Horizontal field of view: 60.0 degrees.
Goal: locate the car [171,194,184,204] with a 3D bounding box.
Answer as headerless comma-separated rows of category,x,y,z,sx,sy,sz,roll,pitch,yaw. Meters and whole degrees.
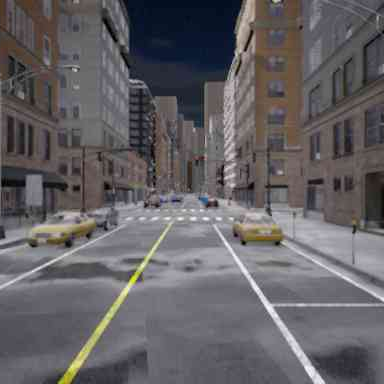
car,-3.012,1.615,65.601,1.895,1.301,4.718,0,0,0

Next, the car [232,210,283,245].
car,2.855,1.524,15.293,1.752,1.417,4.829,0,0,0

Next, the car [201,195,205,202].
car,2.854,1.576,52.924,1.947,1.339,4.313,0,0,0

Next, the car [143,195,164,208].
car,-5.672,1.322,47.423,2.192,1.841,5.009,0,0,0

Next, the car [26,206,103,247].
car,-5.670,1.524,14.953,1.752,1.417,4.829,0,0,0

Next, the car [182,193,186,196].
car,-3.003,1.398,80.968,1.882,1.535,5.008,0,0,0

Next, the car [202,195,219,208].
car,2.854,1.552,47.422,1.887,1.381,4.507,0,0,0

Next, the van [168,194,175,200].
van,-5.673,1.367,91.434,1.690,1.788,3.998,0,0,0

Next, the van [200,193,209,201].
van,2.853,1.356,63.927,1.690,1.788,3.998,0,0,0

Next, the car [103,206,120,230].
car,-5.670,1.550,20.648,2.008,1.369,4.403,0,0,0

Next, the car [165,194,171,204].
car,-5.672,1.454,63.926,1.967,1.590,4.097,0,0,0

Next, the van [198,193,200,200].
van,2.853,1.360,74.929,1.690,1.788,3.998,0,0,0

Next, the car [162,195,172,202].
car,-5.672,1.459,74.929,1.967,1.590,4.097,0,0,0
